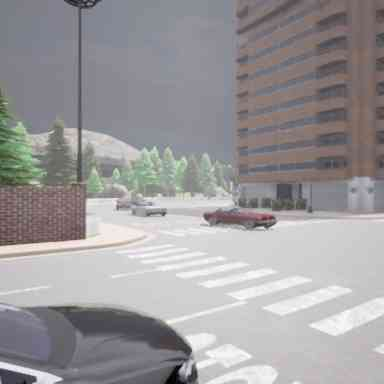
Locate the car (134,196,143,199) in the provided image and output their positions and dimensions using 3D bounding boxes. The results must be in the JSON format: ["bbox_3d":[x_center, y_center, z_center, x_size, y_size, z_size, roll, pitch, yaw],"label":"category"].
[{"bbox_3d":[-8.830,1.467,52.029,1.837,1.490,4.892,0,0,9],"label":"car"}]

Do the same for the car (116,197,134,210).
[{"bbox_3d":[-8.417,1.483,41.256,1.812,1.442,4.674,0,0,-11],"label":"car"}]

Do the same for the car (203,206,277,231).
[{"bbox_3d":[2.923,1.567,20.808,1.895,1.301,4.718,0,0,-42],"label":"car"}]

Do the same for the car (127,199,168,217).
[{"bbox_3d":[-4.019,1.557,30.633,1.895,1.301,4.718,0,0,-31],"label":"car"}]

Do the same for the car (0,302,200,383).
[{"bbox_3d":[-2.153,1.491,2.210,4.902,1.511,2.128,0,0,-36],"label":"car"}]
